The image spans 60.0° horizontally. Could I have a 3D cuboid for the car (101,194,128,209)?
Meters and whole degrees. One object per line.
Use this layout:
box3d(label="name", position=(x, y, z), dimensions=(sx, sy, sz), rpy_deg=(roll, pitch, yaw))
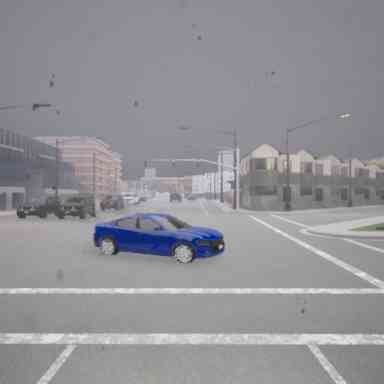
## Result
box3d(label="car", position=(-10.637, 1.406, 44.697), dimensions=(2.150, 2.045, 5.566), rpy_deg=(0, 0, 0))

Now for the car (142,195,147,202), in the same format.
box3d(label="car", position=(-10.563, 1.307, 68.830), dimensions=(1.882, 1.535, 5.008), rpy_deg=(0, 1, 0))

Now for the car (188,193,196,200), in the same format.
box3d(label="car", position=(-0.081, 1.107, 87.785), dimensions=(2.097, 1.767, 4.553), rpy_deg=(0, -1, 0))

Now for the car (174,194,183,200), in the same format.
box3d(label="car", position=(-3.581, 1.446, 87.804), dimensions=(2.128, 1.511, 4.902), rpy_deg=(0, -1, 0))

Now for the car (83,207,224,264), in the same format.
box3d(label="car", position=(-1.292, 1.522, 12.021), dimensions=(5.008, 1.535, 1.882), rpy_deg=(0, 0, 27))

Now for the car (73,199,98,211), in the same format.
box3d(label="car", position=(-14.138, 1.711, 44.369), dimensions=(1.812, 1.442, 4.674), rpy_deg=(0, 0, 0))

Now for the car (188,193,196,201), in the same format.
box3d(label="car", position=(-0.071, 1.391, 77.825), dimensions=(1.895, 1.301, 4.718), rpy_deg=(0, -1, 0))

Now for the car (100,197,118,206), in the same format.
box3d(label="car", position=(-14.132, 1.592, 57.006), dimensions=(1.994, 1.385, 4.181), rpy_deg=(0, 1, 0))

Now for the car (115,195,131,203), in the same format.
box3d(label="car", position=(-14.062, 1.379, 67.994), dimensions=(2.033, 1.411, 5.357), rpy_deg=(0, 1, 0))

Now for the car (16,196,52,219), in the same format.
box3d(label="car", position=(-14.129, 1.387, 31.189), dimensions=(2.150, 2.045, 5.566), rpy_deg=(0, 0, 1))

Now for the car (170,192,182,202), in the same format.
box3d(label="car", position=(-3.557, 1.028, 72.527), dimensions=(2.150, 2.045, 5.566), rpy_deg=(0, 0, 0))

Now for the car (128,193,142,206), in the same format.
box3d(label="car", position=(-10.628, 1.235, 57.924), dimensions=(2.150, 2.045, 5.566), rpy_deg=(0, 1, 1))

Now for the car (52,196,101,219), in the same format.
box3d(label="car", position=(-10.621, 1.391, 31.092), dimensions=(2.150, 2.045, 5.566), rpy_deg=(0, 0, 0))
